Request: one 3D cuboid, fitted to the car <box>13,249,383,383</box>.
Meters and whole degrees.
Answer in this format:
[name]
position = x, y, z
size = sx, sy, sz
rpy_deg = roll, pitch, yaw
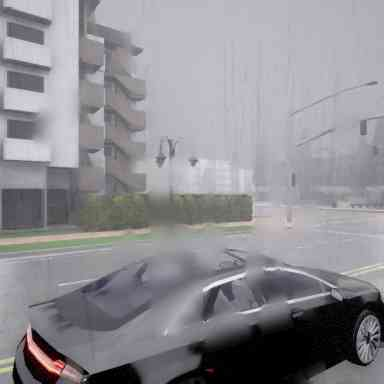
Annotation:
[car]
position = 0.551, 1.492, 4.150
size = 4.902, 1.511, 2.128
rpy_deg = 0, 0, -35
